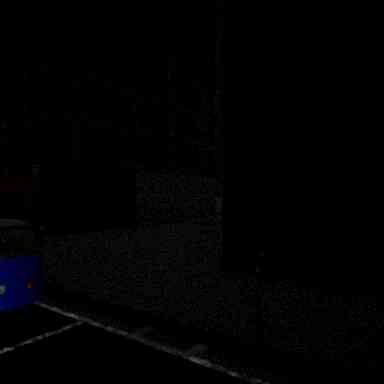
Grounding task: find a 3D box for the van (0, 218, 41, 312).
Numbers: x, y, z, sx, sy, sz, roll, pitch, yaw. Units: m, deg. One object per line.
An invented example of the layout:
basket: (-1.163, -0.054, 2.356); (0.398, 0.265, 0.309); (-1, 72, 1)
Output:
van: (-4.602, 1.333, 6.360); (3.998, 1.788, 1.690); (0, 0, 35)
